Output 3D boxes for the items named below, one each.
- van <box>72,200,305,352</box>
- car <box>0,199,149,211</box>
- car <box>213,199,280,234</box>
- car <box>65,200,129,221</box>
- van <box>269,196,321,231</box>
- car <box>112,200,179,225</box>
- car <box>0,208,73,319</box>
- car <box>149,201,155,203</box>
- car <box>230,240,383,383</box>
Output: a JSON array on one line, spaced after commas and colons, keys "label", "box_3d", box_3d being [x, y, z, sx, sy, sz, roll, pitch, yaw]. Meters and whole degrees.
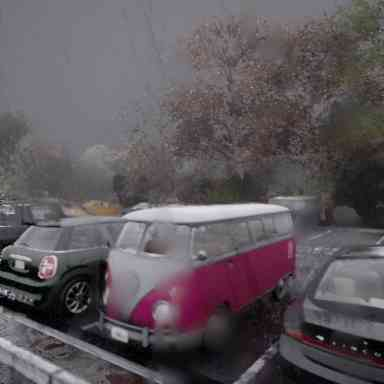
[{"label": "van", "box_3d": [0.365, 1.235, 6.042, 1.878, 1.987, 4.442, 0, 0, 35]}, {"label": "car", "box_3d": [-4.116, 1.204, 9.413, 2.435, 2.045, 5.566, 0, 0, 35]}, {"label": "car", "box_3d": [3.412, 1.331, 20.037, 2.185, 1.767, 4.553, 0, 0, 35]}, {"label": "car", "box_3d": [-7.905, 1.491, 28.148, 2.097, 1.535, 5.008, 0, 0, 36]}, {"label": "van", "box_3d": [5.761, 1.232, 18.543, 1.878, 1.987, 4.442, 0, 0, 35]}, {"label": "car", "box_3d": [-3.368, 1.466, 24.920, 2.097, 1.535, 5.008, 0, 0, 36]}, {"label": "car", "box_3d": [-1.870, 1.331, 7.738, 2.185, 1.767, 4.553, 0, 0, 35]}, {"label": "car", "box_3d": [-1.102, 1.500, 23.298, 2.002, 1.452, 4.674, 0, 0, 36]}, {"label": "car", "box_3d": [2.713, 1.467, 4.506, 2.231, 1.521, 4.892, 0, 0, 35]}]
